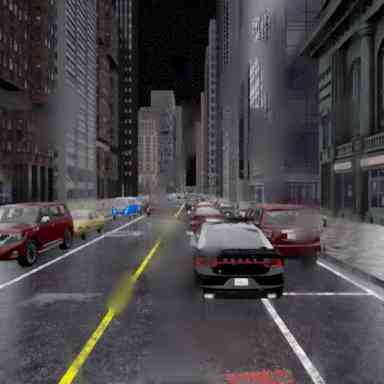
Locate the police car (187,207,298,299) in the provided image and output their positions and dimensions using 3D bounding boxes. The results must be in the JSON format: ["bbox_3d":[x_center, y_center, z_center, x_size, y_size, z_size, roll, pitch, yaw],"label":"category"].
[{"bbox_3d":[0.897,1.423,8.600,1.930,1.638,5.238,0,0,0],"label":"police car"}]

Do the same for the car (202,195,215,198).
[{"bbox_3d":[2.821,1.446,45.421,1.967,1.590,4.097,0,0,0],"label":"car"}]

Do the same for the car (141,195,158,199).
[{"bbox_3d":[-5.712,1.318,39.787,2.192,1.841,5.009,0,0,0],"label":"car"}]

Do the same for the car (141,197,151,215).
[{"bbox_3d":[-5.719,1.551,34.146,2.008,1.369,4.403,0,0,0],"label":"car"}]

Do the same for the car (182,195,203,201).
[{"bbox_3d":[0.087,1.498,45.591,2.128,1.511,4.902,0,0,1],"label":"car"}]

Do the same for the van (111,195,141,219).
[{"bbox_3d":[-5.728,1.340,28.506,1.690,1.788,3.998,0,0,0],"label":"van"}]

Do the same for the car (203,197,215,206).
[{"bbox_3d":[2.837,1.578,56.702,1.947,1.339,4.313,0,0,0],"label":"car"}]

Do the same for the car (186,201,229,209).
[{"bbox_3d":[0.803,1.476,18.462,1.882,1.535,5.008,0,0,-2],"label":"car"}]

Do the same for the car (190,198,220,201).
[{"bbox_3d":[0.933,1.453,24.679,1.801,1.575,5.366,0,0,0],"label":"car"}]

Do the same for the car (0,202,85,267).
[{"bbox_3d":[-5.751,1.312,11.583,2.192,1.841,5.009,0,0,0],"label":"car"}]

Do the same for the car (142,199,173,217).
[{"bbox_3d":[-3.058,1.600,30.698,1.895,1.301,4.718,0,0,0],"label":"car"}]

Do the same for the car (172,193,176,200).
[{"bbox_3d":[-5.657,1.575,79.272,2.008,1.369,4.403,0,0,0],"label":"car"}]

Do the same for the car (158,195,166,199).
[{"bbox_3d":[-5.697,1.324,51.068,2.192,1.841,5.009,0,0,0],"label":"car"}]

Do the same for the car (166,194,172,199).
[{"bbox_3d":[-5.672,1.584,67.991,1.947,1.339,4.313,0,0,0],"label":"car"}]

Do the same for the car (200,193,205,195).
[{"bbox_3d":[2.861,1.566,73.624,1.887,1.381,4.507,0,0,0],"label":"car"}]

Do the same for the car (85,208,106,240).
[{"bbox_3d":[-5.743,1.522,17.054,1.752,1.417,4.829,0,0,0],"label":"car"}]

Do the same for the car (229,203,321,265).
[{"bbox_3d":[2.774,1.312,11.579,2.192,1.841,5.009,0,0,0],"label":"car"}]

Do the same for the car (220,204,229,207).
[{"bbox_3d":[2.783,1.548,17.219,2.008,1.369,4.403,0,0,0],"label":"car"}]
